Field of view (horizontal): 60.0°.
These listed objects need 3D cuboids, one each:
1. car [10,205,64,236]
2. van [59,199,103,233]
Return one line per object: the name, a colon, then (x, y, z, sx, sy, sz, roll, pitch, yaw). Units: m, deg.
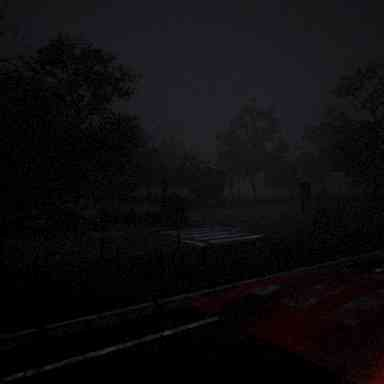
car: (-9.570, 1.696, 19.949, 2.163, 1.488, 4.792, 1, 0, -36)
van: (-7.227, 1.464, 21.444, 1.878, 1.987, 4.442, 1, 0, -36)
